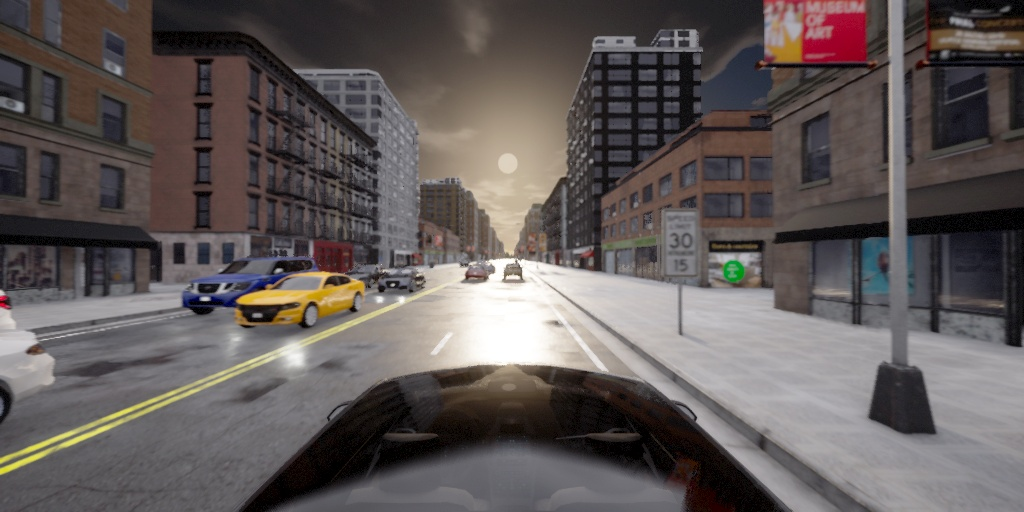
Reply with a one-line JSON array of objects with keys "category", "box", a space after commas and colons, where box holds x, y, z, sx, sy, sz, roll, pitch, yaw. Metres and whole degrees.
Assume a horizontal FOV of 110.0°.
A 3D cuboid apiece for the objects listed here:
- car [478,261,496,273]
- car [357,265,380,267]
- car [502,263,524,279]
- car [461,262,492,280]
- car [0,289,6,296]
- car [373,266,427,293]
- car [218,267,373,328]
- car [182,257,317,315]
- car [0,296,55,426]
[{"category": "car", "box": [-3.192, 1.560, 47.837, 1.994, 1.385, 4.181, 0, 0, 0]}, {"category": "car", "box": [-9.836, 1.362, 24.392, 2.128, 1.511, 4.902, 0, 0, 0]}, {"category": "car", "box": [0.106, 1.429, 34.574, 1.837, 1.490, 4.892, 0, -1, 0]}, {"category": "car", "box": [-3.231, 1.483, 33.604, 1.994, 1.385, 4.181, 0, 0, 0]}, {"category": "car", "box": [-9.852, 0.984, 3.917, 2.150, 2.045, 5.566, 0, 0, 0]}, {"category": "car", "box": [-6.586, 1.422, 21.835, 1.994, 1.385, 4.181, 0, 0, 0]}, {"category": "car", "box": [-6.597, 1.282, 11.801, 1.882, 1.535, 5.008, 0, 0, 0]}, {"category": "car", "box": [-9.849, 1.039, 14.296, 2.150, 2.045, 5.566, 0, 0, 0]}, {"category": "car", "box": [-6.601, 1.280, 2.485, 1.812, 1.442, 4.674, 0, 0, 0]}]
